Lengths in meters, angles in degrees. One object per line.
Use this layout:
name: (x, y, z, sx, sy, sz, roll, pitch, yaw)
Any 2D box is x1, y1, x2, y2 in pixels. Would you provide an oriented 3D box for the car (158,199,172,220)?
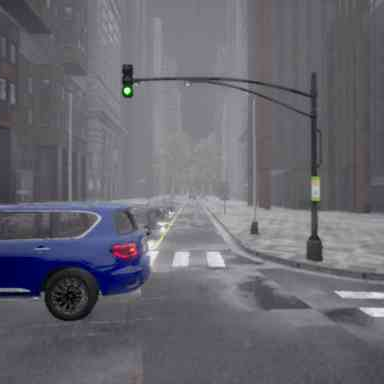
car: (-3.076, 1.497, 28.652, 1.882, 1.535, 5.008, 0, 0, 0)

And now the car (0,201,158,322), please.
car: (-3.640, 1.233, 6.797, 5.566, 2.045, 2.150, 0, 0, 0)

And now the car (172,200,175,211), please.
car: (-3.057, 1.568, 40.551, 2.033, 1.411, 5.357, 0, 0, 0)
